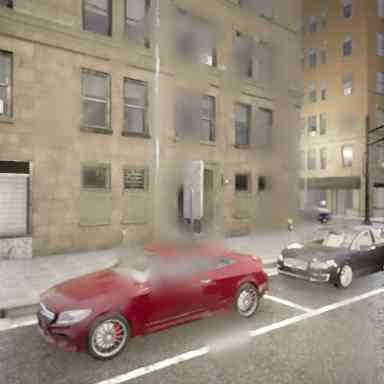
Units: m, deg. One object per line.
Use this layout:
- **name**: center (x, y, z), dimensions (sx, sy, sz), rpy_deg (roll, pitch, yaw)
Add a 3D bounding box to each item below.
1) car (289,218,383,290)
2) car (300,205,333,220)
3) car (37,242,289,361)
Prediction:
- **car**: center (4.210, 1.601, 9.169), dimensions (4.403, 1.369, 2.008), rpy_deg (0, 0, -35)
- **car**: center (7.987, 1.638, 24.983), dimensions (1.895, 1.301, 4.718), rpy_deg (0, 0, -35)
- **car**: center (-0.423, 1.599, 5.879), dimensions (4.206, 1.307, 1.802), rpy_deg (0, 0, -35)
